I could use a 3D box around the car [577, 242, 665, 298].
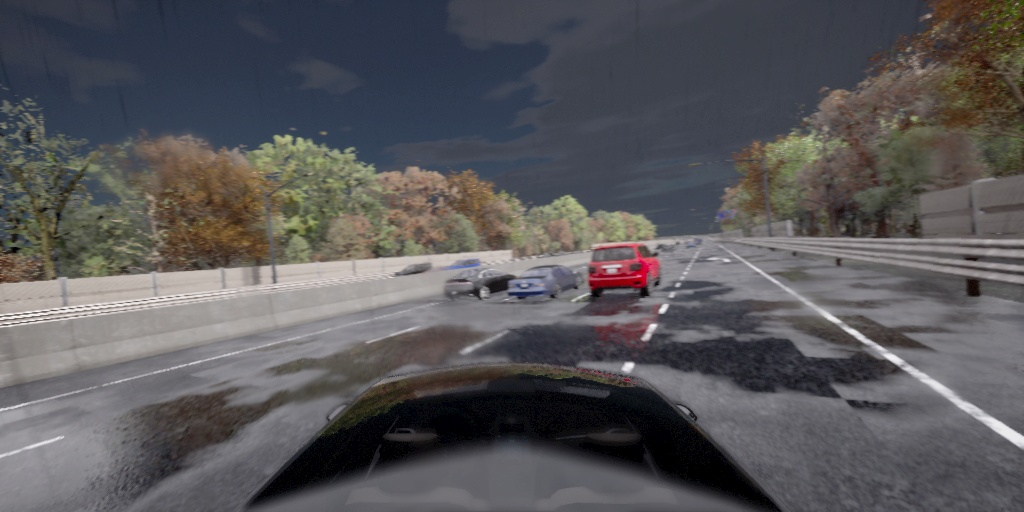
[{"bbox_3d":[4.826,0.496,15.071,2.150,2.045,5.566,-5,0,29],"label":"car"}]

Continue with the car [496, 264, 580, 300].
[{"bbox_3d":[1.698,1.115,16.568,2.033,1.411,5.357,-5,0,29],"label":"car"}]

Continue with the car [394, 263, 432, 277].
[{"bbox_3d":[-11.672,2.009,43.268,2.150,2.045,5.566,-5,0,29],"label":"car"}]

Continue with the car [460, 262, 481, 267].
[{"bbox_3d":[-2.946,1.578,37.380,1.895,1.301,4.718,-5,0,29],"label":"car"}]

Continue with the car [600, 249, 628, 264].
[{"bbox_3d":[12.543,0.060,43.802,2.033,1.411,5.357,-5,0,29],"label":"car"}]

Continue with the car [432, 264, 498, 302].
[{"bbox_3d":[-1.416,1.350,18.147,2.128,1.511,4.902,-5,0,29],"label":"car"}]

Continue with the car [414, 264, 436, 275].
[{"bbox_3d":[-8.526,1.973,41.711,1.882,1.535,5.008,-5,0,29],"label":"car"}]

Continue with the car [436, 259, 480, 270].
[{"bbox_3d":[-5.463,1.431,40.089,2.150,2.045,5.566,-5,0,29],"label":"car"}]
